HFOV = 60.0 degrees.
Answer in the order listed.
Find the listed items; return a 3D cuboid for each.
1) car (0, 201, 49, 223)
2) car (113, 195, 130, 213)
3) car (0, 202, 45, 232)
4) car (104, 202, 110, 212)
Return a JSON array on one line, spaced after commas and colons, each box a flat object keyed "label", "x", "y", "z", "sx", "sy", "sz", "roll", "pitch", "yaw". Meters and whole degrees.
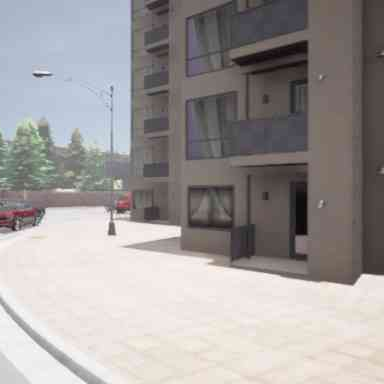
[{"label": "car", "x": -14.070, "y": 1.536, "z": 27.193, "sx": 1.882, "sy": 1.535, "sz": 5.008, "roll": 0, "pitch": 0, "yaw": 10}, {"label": "car", "x": -6.070, "y": 1.327, "z": 37.243, "sx": 2.150, "sy": 2.045, "sz": 5.566, "roll": 0, "pitch": 0, "yaw": 32}, {"label": "car", "x": -11.171, "y": 1.395, "z": 20.634, "sx": 2.097, "sy": 1.767, "sz": 4.553, "roll": 0, "pitch": 0, "yaw": -5}, {"label": "car", "x": -8.421, "y": 1.636, "z": 39.888, "sx": 1.812, "sy": 1.442, "sz": 4.674, "roll": 0, "pitch": 0, "yaw": 32}]
